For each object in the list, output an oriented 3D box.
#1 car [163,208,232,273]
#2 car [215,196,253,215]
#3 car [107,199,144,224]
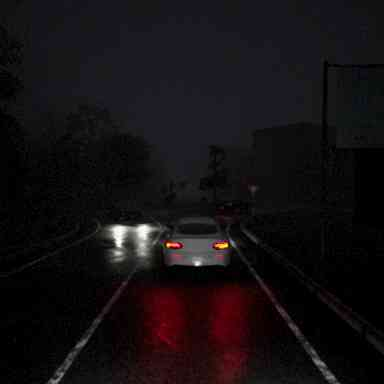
[{"bbox_3d":[0.158,1.429,10.233,1.812,1.442,4.674,0,0,1],"label":"car"},{"bbox_3d":[3.984,1.141,30.775,1.882,1.535,5.008,1,2,33],"label":"car"},{"bbox_3d":[-4.743,1.261,23.386,1.882,1.535,5.008,1,0,-22],"label":"car"}]
